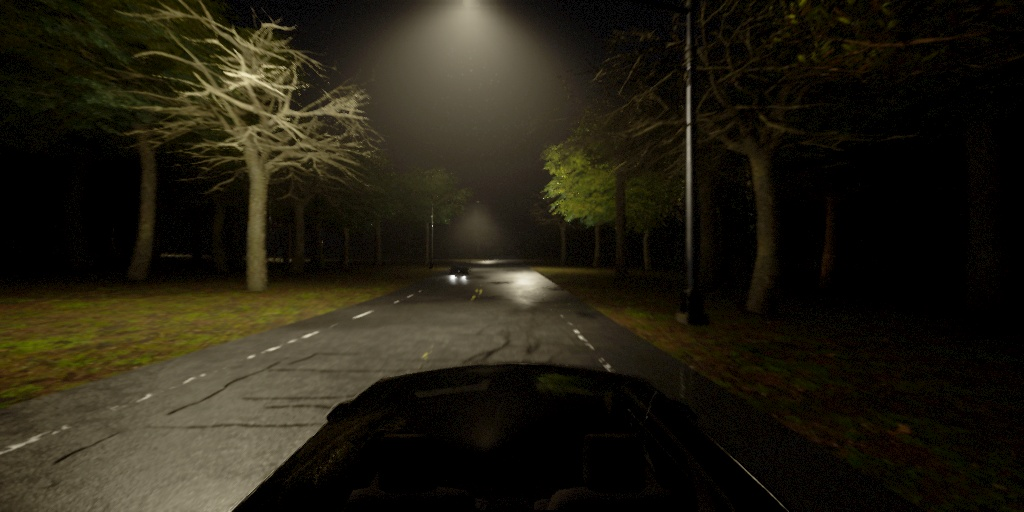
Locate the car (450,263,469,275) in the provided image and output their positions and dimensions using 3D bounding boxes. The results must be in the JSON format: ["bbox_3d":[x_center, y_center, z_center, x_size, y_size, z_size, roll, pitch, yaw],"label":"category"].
[{"bbox_3d":[-6.023,1.466,41.292,1.994,1.385,4.181,0,0,-6],"label":"car"}]
